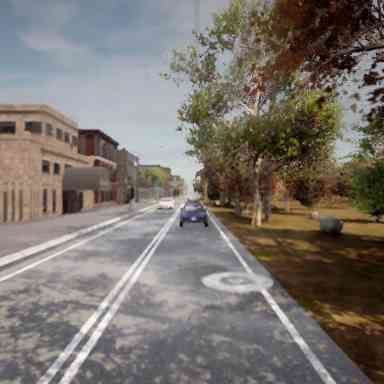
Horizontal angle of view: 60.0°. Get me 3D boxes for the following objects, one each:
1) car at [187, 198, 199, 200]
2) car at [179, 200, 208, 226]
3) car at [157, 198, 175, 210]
[{"bbox_3d":[0.121,1.458,41.762,2.128,1.511,4.902,0,0,0],"label":"car"},{"bbox_3d":[0.109,1.513,23.110,1.812,1.442,4.674,0,0,0],"label":"car"},{"bbox_3d":[-3.238,1.492,42.089,1.812,1.442,4.674,0,0,0],"label":"car"}]
